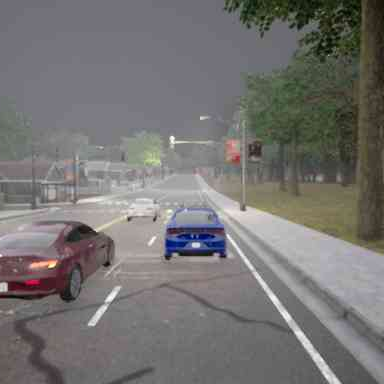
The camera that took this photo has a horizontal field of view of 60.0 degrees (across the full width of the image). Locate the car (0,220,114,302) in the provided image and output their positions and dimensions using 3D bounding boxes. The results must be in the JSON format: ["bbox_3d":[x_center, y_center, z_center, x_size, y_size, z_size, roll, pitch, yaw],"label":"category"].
[{"bbox_3d":[-3.151,1.377,7.753,1.812,1.442,4.674,0,0,0],"label":"car"}]

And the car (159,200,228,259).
[{"bbox_3d":[0.097,1.260,11.583,1.882,1.535,5.008,0,1,0],"label":"car"}]

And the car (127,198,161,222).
[{"bbox_3d":[-3.146,1.120,22.239,1.812,1.442,4.674,0,0,-1],"label":"car"}]

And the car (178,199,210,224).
[{"bbox_3d":[0.102,1.196,22.150,1.895,1.301,4.718,0,1,0],"label":"car"}]
